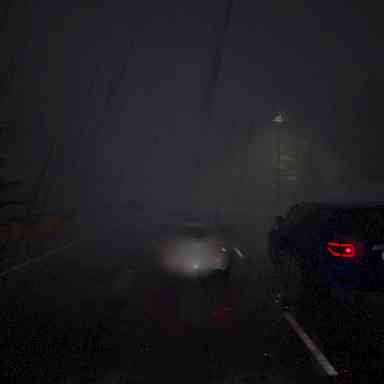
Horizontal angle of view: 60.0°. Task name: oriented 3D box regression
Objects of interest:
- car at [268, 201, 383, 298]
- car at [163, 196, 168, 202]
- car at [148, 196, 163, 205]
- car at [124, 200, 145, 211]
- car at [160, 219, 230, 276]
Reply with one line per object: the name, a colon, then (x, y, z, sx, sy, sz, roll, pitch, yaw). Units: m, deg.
car: (3.585, 1.238, 8.675, 2.150, 2.045, 5.566, 0, 0, 0)
car: (-6.997, 1.639, 80.041, 1.837, 1.490, 4.892, 0, 0, 0)
car: (-6.963, 1.707, 61.046, 1.895, 1.301, 4.718, 0, 0, 0)
car: (-7.179, 1.636, 41.872, 1.994, 1.385, 4.181, 0, 0, 2)
car: (0.081, 1.543, 10.237, 1.812, 1.442, 4.674, 0, 0, 0)
